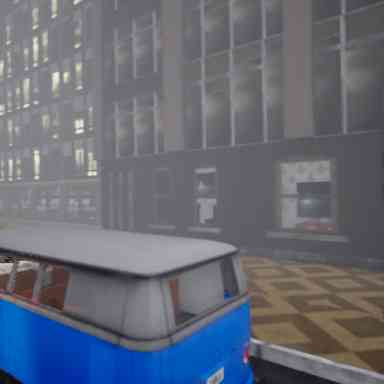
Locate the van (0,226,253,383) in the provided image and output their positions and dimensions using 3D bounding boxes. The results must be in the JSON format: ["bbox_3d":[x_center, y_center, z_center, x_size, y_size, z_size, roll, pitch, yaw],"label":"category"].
[{"bbox_3d":[-1.289,1.361,3.917,3.998,1.788,1.690,-1,0,37],"label":"van"}]
